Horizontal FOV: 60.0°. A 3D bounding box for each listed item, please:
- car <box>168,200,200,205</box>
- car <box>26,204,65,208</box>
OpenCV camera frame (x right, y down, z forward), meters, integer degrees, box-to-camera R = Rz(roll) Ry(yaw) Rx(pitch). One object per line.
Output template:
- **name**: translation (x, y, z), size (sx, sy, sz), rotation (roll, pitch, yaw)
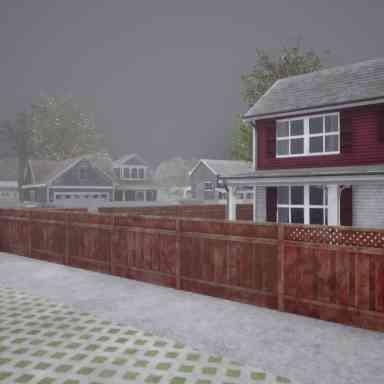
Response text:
- **car**: translation (-1.152, 1.494, 29.723), size (4.553, 1.767, 2.097), rotation (0, 0, -35)
- **car**: translation (-10.645, 1.588, 22.799), size (4.892, 1.490, 1.837), rotation (0, 0, -37)
